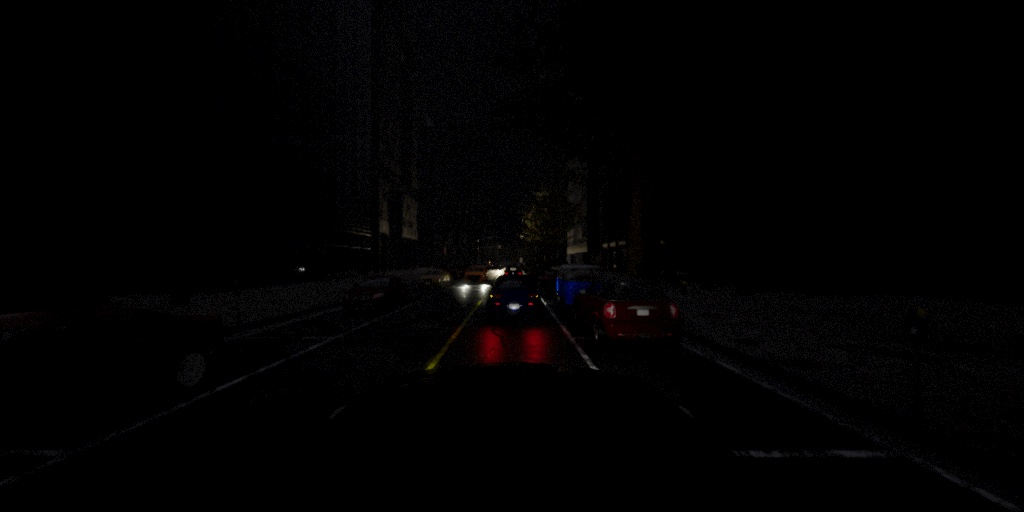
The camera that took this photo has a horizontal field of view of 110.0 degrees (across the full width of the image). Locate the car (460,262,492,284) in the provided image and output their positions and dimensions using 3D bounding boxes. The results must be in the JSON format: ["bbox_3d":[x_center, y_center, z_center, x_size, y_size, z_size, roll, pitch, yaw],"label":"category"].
[{"bbox_3d":[-3.100,1.582,31.685,1.882,1.535,5.008,0,-1,0],"label":"car"}]

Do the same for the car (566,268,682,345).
[{"bbox_3d":[2.857,1.282,9.751,1.967,1.591,4.097,0,0,0],"label":"car"}]

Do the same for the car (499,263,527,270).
[{"bbox_3d":[0.101,1.701,35.300,2.033,1.411,5.357,0,-1,0],"label":"car"}]

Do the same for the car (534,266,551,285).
[{"bbox_3d":[2.858,1.622,26.668,1.802,1.307,4.207,0,0,0],"label":"car"}]

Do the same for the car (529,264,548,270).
[{"bbox_3d":[2.858,1.679,32.305,1.948,1.339,4.313,0,0,0],"label":"car"}]

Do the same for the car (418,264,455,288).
[{"bbox_3d":[-5.668,1.565,26.509,1.751,1.417,4.829,0,0,0],"label":"car"}]

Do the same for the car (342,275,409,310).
[{"bbox_3d":[-5.668,1.488,15.403,1.802,1.307,4.207,0,0,0],"label":"car"}]

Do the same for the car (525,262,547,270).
[{"bbox_3d":[2.859,1.504,37.945,2.192,1.841,5.009,0,0,0],"label":"car"}]

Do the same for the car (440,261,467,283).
[{"bbox_3d":[-5.667,1.428,32.315,2.192,1.841,5.009,0,0,0],"label":"car"}]

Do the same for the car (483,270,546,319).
[{"bbox_3d":[0.084,1.409,13.410,1.812,1.442,4.674,0,0,0],"label":"car"}]

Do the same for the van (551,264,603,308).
[{"bbox_3d":[2.857,1.247,15.391,1.690,1.789,3.998,0,0,0],"label":"van"}]

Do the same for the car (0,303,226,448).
[{"bbox_3d":[-5.669,1.322,4.125,1.888,1.381,4.507,0,0,0],"label":"car"}]
